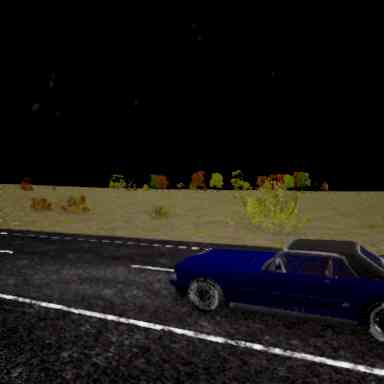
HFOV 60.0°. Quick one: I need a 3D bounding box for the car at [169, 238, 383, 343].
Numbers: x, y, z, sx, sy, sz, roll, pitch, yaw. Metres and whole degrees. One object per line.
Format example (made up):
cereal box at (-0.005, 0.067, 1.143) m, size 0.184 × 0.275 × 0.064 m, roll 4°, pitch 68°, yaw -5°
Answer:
car at (1.983, 1.543, 6.146) m, size 4.718 × 1.301 × 1.895 m, roll 0°, pitch 0°, yaw 25°
